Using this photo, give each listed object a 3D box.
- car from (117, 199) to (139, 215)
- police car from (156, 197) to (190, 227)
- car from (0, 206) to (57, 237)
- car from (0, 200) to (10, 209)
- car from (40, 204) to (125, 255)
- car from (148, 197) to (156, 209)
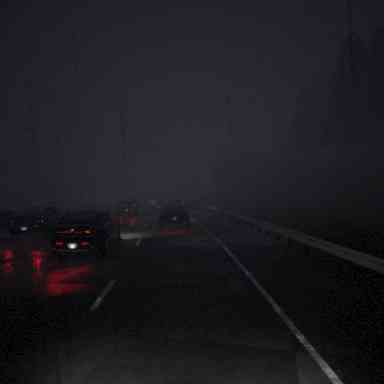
[{"bbox_3d":[-6.053,1.357,31.431,2.128,1.511,4.902,0,0,-9],"label":"car"},{"bbox_3d":[-1.275,1.327,22.090,1.930,1.638,5.238,0,1,-6],"label":"police car"},{"bbox_3d":[-7.833,1.456,17.392,1.812,1.442,4.674,0,0,-5],"label":"car"},{"bbox_3d":[-11.473,1.420,18.695,2.128,1.511,4.902,0,0,-6],"label":"car"},{"bbox_3d":[-3.975,1.450,13.010,1.837,1.490,4.892,0,0,-4],"label":"car"},{"bbox_3d":[-4.247,1.346,41.087,1.812,1.442,4.674,0,0,-11],"label":"car"}]
